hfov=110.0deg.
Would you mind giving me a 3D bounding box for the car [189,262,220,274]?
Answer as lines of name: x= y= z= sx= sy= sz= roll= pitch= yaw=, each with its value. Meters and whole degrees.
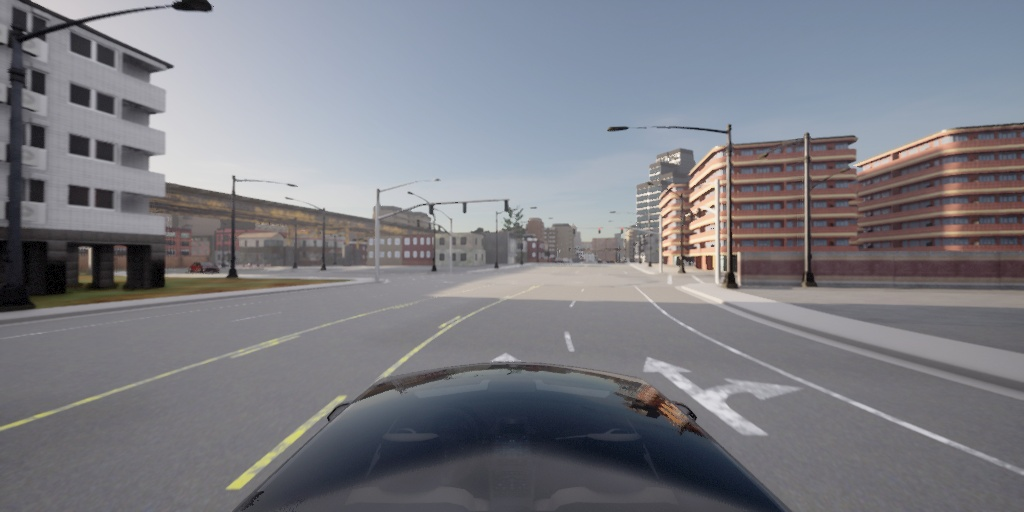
car: x=-42.146 y=1.549 z=49.112 sx=4.553 sy=1.767 sz=2.097 roll=0 pitch=-1 yaw=30
